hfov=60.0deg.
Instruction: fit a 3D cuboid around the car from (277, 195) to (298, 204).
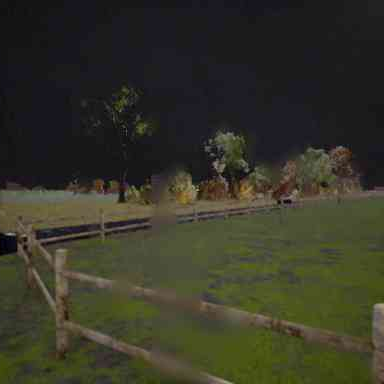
[{"bbox_3d":[14.290,1.099,49.770,1.994,1.385,4.181,-2,0,35],"label":"car"}]
